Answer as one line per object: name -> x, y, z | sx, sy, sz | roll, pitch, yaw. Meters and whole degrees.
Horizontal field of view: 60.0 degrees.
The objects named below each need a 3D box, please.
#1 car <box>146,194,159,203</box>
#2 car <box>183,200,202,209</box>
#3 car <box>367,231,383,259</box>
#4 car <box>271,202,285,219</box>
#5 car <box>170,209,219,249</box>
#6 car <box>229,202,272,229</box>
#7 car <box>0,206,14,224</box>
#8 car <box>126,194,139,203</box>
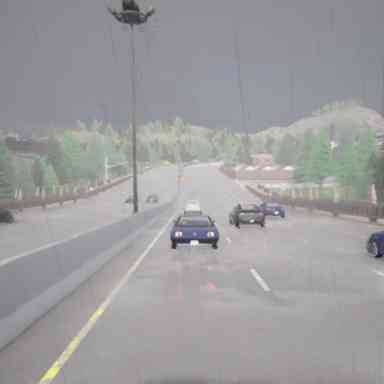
car -> -6.998, 1.070, 58.996 | 2.128, 1.511, 4.902 | 0, 3, -5
car -> 0.099, 1.615, 36.298 | 1.812, 1.442, 4.674 | 0, 0, 0
car -> 7.100, 1.553, 9.848 | 1.812, 1.442, 4.674 | 0, 0, 0
car -> 7.100, 1.601, 30.283 | 1.812, 1.442, 4.674 | 0, 0, 0
car -> 0.100, 1.639, 14.805 | 1.895, 1.301, 4.718 | 0, 0, 0
car -> 3.600, 1.548, 22.363 | 2.128, 1.511, 4.902 | 0, 0, 0
car -> -14.092, 1.620, 22.807 | 1.994, 1.385, 4.181 | 0, 0, 0
car -> -10.484, 1.147, 58.920 | 1.994, 1.385, 4.181 | 0, 4, -6
